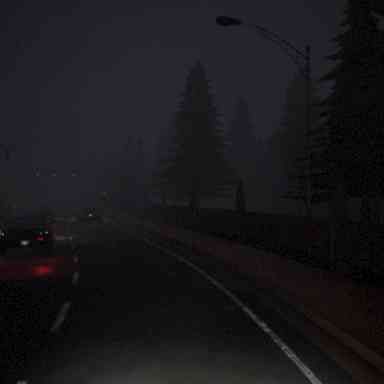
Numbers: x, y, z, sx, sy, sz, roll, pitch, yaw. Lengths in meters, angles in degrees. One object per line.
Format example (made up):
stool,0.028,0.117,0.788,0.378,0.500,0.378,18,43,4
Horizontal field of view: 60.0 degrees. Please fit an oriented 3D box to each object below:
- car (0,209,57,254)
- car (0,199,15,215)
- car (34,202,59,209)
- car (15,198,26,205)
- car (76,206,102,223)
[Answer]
car,-6.985,1.695,14.391,1.812,1.442,4.674,0,0,-21
car,-14.548,1.517,23.954,2.150,2.045,5.566,0,-1,-21
car,-12.580,1.853,28.305,1.812,1.442,4.674,0,0,-23
car,-44.315,2.586,84.029,1.895,1.301,4.718,0,-1,-40
car,-9.069,1.889,29.210,1.994,1.385,4.181,0,-1,-21
